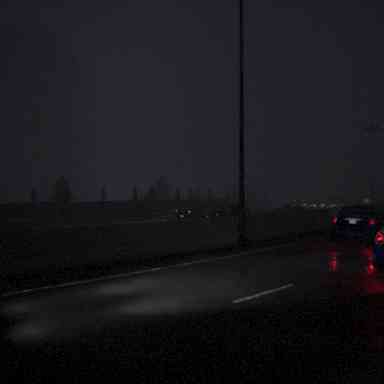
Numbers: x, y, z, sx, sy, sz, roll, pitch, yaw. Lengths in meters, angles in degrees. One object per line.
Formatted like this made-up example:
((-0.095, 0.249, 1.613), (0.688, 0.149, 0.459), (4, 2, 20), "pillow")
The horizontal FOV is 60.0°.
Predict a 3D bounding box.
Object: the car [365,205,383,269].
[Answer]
((7.358, 1.349, 10.189), (4.553, 1.767, 2.097), (0, 0, -42), "car")

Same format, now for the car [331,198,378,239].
((8.634, 1.354, 16.287), (2.097, 1.767, 4.553), (0, 0, 45), "car")

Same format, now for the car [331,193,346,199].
((27.255, 1.240, 61.992), (2.150, 2.045, 5.566), (0, 0, 17), "car")

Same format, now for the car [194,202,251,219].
((2.679, 1.533, 25.474), (1.837, 1.490, 4.892), (0, 0, 43), "car")

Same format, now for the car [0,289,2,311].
((-5.257, 1.620, 4.431), (4.718, 1.301, 1.895), (0, 0, -35), "car")

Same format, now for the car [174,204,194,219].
((0.699, 1.638, 28.411), (1.895, 1.301, 4.718), (0, 0, 42), "car")

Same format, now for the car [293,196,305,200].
((20.566, 1.545, 64.028), (1.837, 1.490, 4.892), (0, 1, 16), "car")

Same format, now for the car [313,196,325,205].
((23.259, 1.551, 60.996), (1.812, 1.442, 4.674), (0, 0, 18), "car")

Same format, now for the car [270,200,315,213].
((7.581, 1.581, 25.706), (1.994, 1.385, 4.181), (0, 0, 40), "car")
